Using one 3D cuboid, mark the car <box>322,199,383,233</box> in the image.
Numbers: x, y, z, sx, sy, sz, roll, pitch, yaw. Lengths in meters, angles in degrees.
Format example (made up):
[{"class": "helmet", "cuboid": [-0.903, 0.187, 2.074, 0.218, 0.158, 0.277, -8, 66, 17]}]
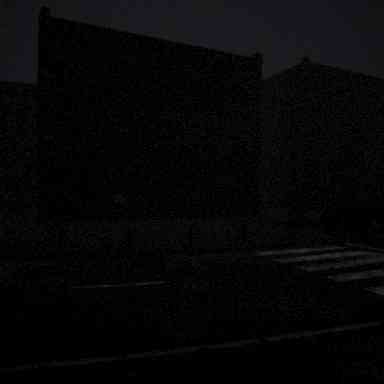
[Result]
[{"class": "car", "cuboid": [9.622, 1.171, 18.738, 2.185, 1.767, 4.553, 0, 1, -25]}]
